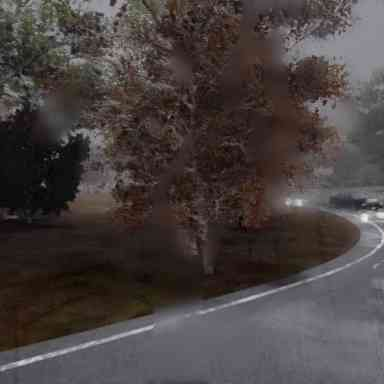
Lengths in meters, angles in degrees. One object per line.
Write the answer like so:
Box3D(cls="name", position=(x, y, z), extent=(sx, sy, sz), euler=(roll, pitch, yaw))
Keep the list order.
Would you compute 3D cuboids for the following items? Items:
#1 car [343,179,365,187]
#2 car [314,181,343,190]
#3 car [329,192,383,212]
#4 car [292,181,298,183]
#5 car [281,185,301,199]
Box3D(cls="car", position=(31.408, -1.707, 65.368), extent=(4.892, 1.490, 1.837), euler=(-2, 2, 0))
Box3D(cls="car", position=(24.453, -1.198, 60.747), extent=(4.902, 1.511, 2.128), euler=(-4, 2, -22))
Box3D(cls="car", position=(13.319, 0.742, 27.382), extent=(2.033, 1.411, 5.357), euler=(-3, 2, -4))
Box3D(cls="car", position=(17.151, -0.997, 59.857), extent=(5.566, 2.045, 2.150), euler=(-5, 3, -40))
Box3D(cls="car", position=(13.209, 0.169, 44.746), extent=(1.895, 1.301, 4.718), euler=(-3, 2, 4))
